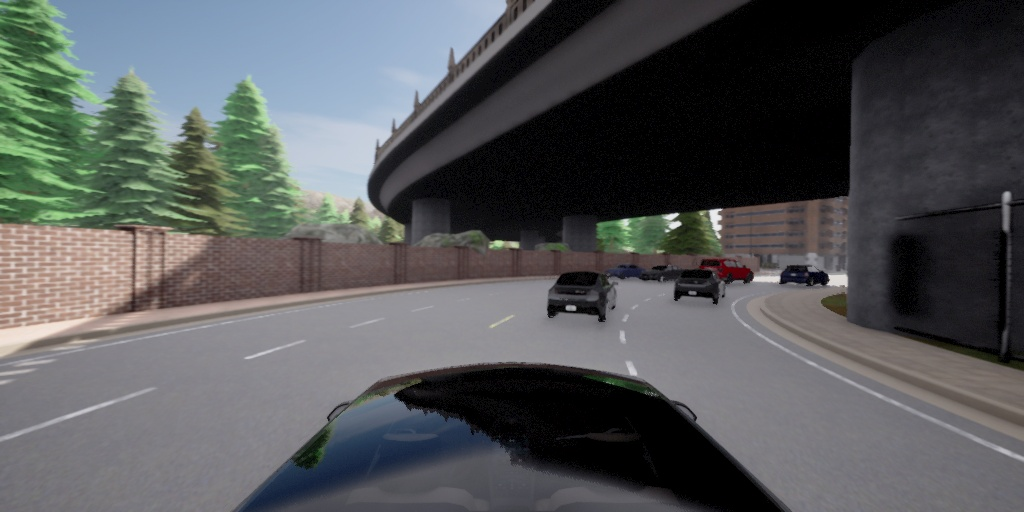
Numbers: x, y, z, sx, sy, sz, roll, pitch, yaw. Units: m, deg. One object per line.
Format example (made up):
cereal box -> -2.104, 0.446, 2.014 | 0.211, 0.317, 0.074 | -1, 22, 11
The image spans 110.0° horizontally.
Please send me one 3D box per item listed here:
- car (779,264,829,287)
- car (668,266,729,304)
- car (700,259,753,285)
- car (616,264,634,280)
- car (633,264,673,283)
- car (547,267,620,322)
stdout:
car -> 24.108, 1.539, 29.537 | 4.553, 1.767, 2.097 | 1, 0, -32
car -> 9.398, 1.421, 17.850 | 1.837, 1.490, 4.892 | 0, -1, 35
car -> 17.631, 1.284, 29.630 | 5.566, 2.045, 2.150 | 1, 0, -33
car -> 10.658, 1.453, 33.686 | 4.674, 1.442, 1.812 | 1, 0, -34
car -> 13.165, 1.541, 31.185 | 4.892, 1.490, 1.837 | 1, 0, -33
car -> 2.600, 1.295, 12.757 | 1.837, 1.490, 4.892 | 0, 0, 21
